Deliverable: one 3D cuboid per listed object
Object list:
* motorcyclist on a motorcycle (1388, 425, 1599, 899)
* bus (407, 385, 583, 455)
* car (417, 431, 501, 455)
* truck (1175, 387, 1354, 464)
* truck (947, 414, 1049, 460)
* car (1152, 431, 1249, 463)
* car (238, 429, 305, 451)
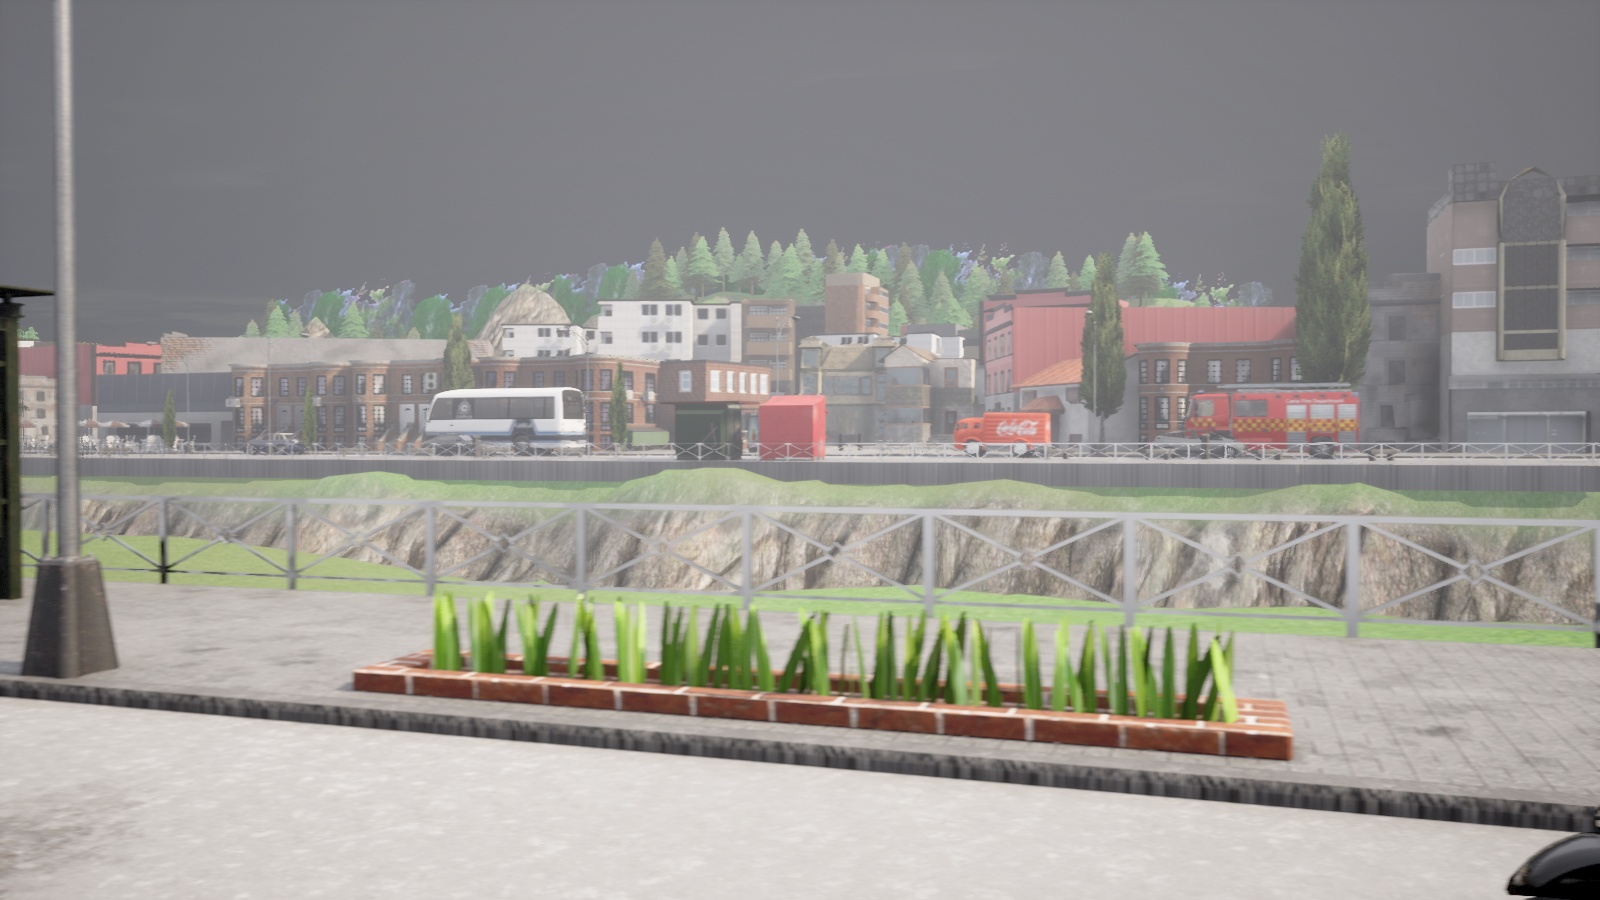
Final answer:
[{"bbox_3d":[2.419,0.743,2.907,1.817,1.590,0.866,1,1,19],"label":"motorcyclist on a motorcycle"},{"bbox_3d":[-19.298,-1.896,79.504,10.273,4.253,3.944,1,1,19],"label":"bus"},{"bbox_3d":[-20.535,-0.438,75.722,4.674,1.442,1.812,1,1,19],"label":"car"},{"bbox_3d":[23.881,-1.289,64.994,8.468,3.827,2.891,1,1,19],"label":"truck"},{"bbox_3d":[10.964,-0.730,69.347,5.204,2.467,2.627,1,1,19],"label":"truck"},{"bbox_3d":[19.804,-0.148,62.162,4.514,1.525,2.007,1,1,19],"label":"car"},{"bbox_3d":[-35.782,-0.705,85.064,3.806,1.475,1.970,1,1,19],"label":"car"}]
